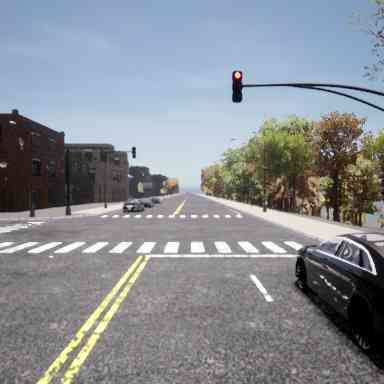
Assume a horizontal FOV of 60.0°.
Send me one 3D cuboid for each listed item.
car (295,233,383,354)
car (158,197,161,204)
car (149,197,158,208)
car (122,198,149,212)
[{"bbox_3d":[3.334,1.490,6.058,2.128,1.511,4.902,0,0,2],"label":"car"},{"bbox_3d":[-6.737,1.552,60.588,1.994,1.385,4.181,0,0,0],"label":"car"},{"bbox_3d":[-6.708,1.536,48.886,2.033,1.411,5.357,0,0,0],"label":"car"},{"bbox_3d":[-6.654,1.482,38.260,2.128,1.511,4.902,0,0,2],"label":"car"}]
